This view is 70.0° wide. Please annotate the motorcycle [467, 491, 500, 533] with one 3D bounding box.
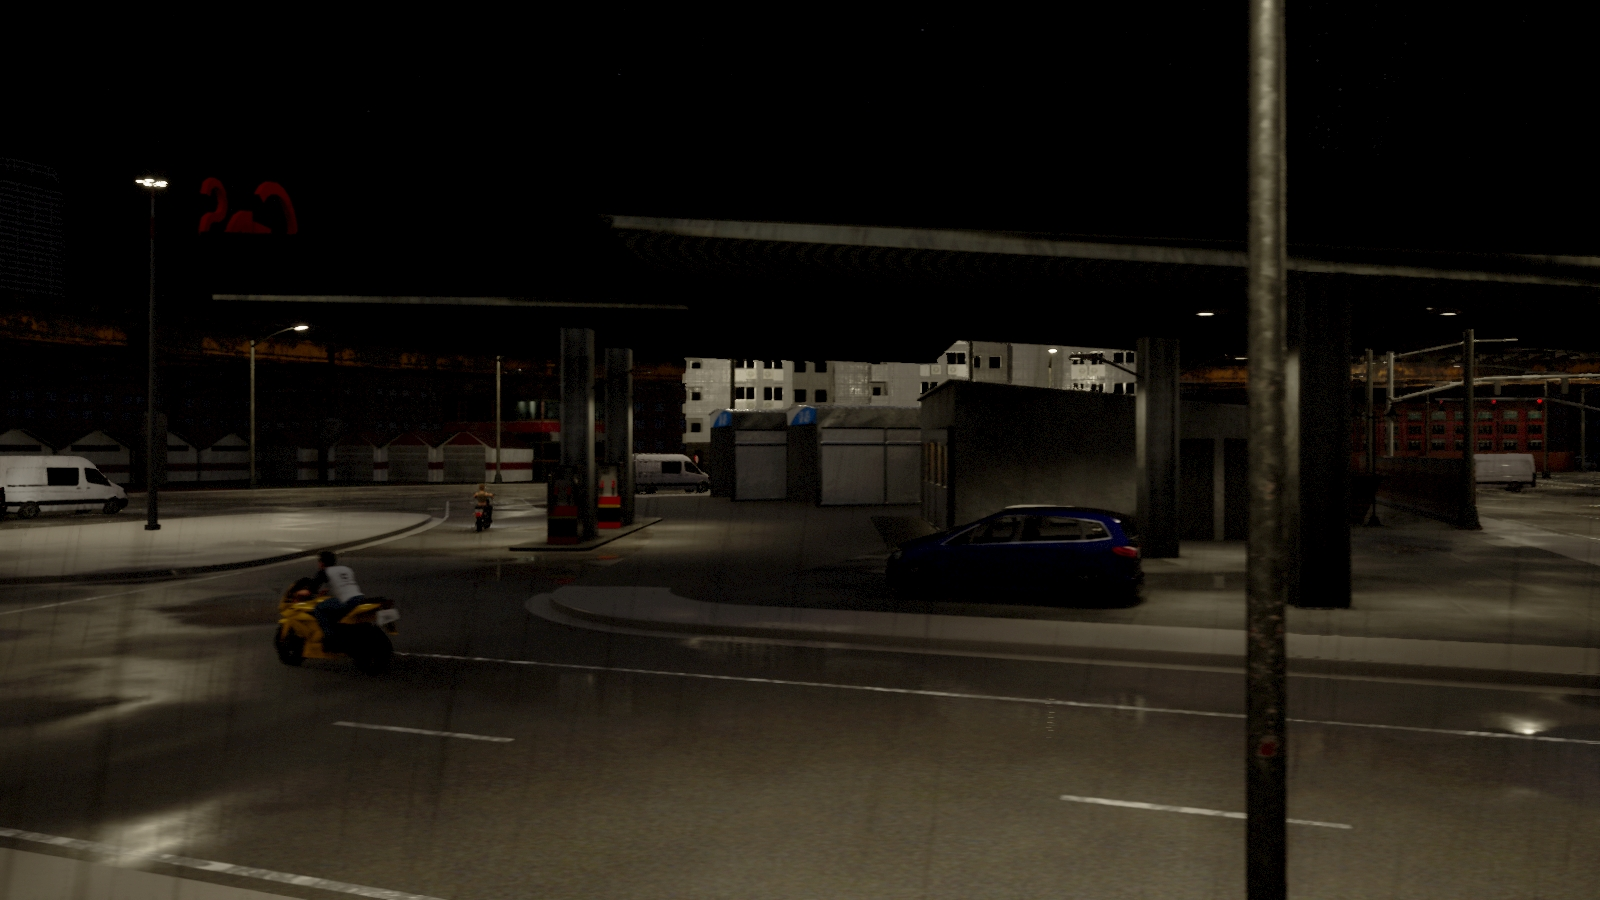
[{"bbox_3d":[-11.072,2.137,40.010,0.764,1.332,2.356,-1,0,-8],"label":"motorcycle"}]
